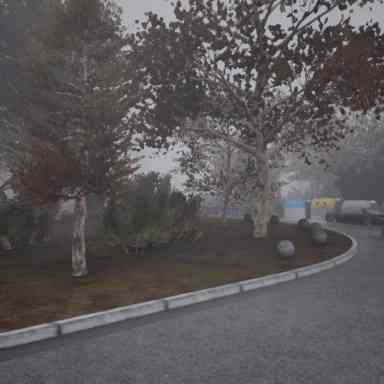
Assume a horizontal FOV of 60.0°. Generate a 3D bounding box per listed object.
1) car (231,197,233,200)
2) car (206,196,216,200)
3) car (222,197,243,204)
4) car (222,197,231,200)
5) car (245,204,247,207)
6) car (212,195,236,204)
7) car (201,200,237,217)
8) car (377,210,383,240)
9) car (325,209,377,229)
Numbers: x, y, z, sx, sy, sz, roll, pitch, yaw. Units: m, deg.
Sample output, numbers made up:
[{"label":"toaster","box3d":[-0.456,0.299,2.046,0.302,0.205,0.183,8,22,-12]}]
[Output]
[{"label":"car","box3d":[5.935,2.022,59.110,2.002,1.452,4.674,0,0,-35]},{"label":"car","box3d":[1.385,1.757,55.896,2.435,2.045,5.566,0,0,-35]},{"label":"car","box3d":[9.481,1.946,77.707,2.097,1.535,5.008,0,0,-35]},{"label":"car","box3d":[3.552,1.744,57.442,2.435,2.045,5.566,0,0,-35]},{"label":"car","box3d":[8.100,1.973,60.657,2.097,1.535,5.008,0,0,-35]},{"label":"car","box3d":[7.217,1.700,76.051,2.435,2.045,5.566,0,0,-35]},{"label":"car","box3d":[2.906,1.939,36.988,1.882,1.535,5.008,4,-3,-34]},{"label":"car","box3d":[8.973,1.535,13.001,1.994,1.385,4.181,2,1,17]},{"label":"car","box3d":[11.753,1.815,23.433,1.895,1.301,4.718,3,-2,-24]}]
